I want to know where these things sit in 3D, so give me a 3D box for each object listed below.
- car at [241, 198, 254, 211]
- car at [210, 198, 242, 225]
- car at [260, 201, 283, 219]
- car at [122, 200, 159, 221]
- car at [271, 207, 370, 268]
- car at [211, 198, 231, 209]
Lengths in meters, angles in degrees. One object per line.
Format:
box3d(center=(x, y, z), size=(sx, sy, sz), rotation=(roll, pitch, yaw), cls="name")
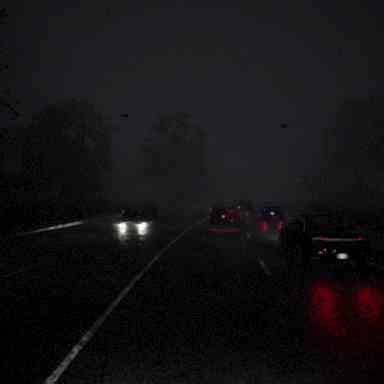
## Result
box3d(center=(6.720, 1.511, 41.868), size=(2.128, 1.511, 4.902), rotation=(0, 0, 17), cls="car")
box3d(center=(2.498, 1.485, 24.540), size=(1.882, 1.535, 5.008), rotation=(0, 0, 10), cls="car")
box3d(center=(6.990, 1.547, 29.236), size=(1.812, 1.442, 4.674), rotation=(0, 0, 12), cls="car")
box3d(center=(-4.212, 1.463, 27.812), size=(1.882, 1.535, 5.008), rotation=(0, 0, 11), cls="car")
box3d(center=(4.238, 1.502, 11.314), size=(2.128, 1.511, 4.902), rotation=(0, 0, 5), cls="car")
box3d(center=(4.047, 1.533, 45.727), size=(1.812, 1.442, 4.674), rotation=(0, 0, 18), cls="car")
